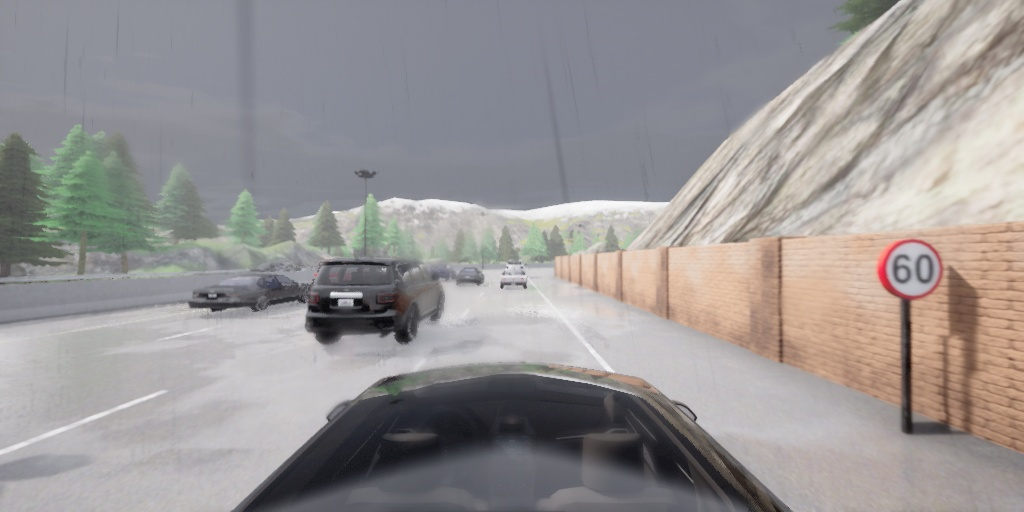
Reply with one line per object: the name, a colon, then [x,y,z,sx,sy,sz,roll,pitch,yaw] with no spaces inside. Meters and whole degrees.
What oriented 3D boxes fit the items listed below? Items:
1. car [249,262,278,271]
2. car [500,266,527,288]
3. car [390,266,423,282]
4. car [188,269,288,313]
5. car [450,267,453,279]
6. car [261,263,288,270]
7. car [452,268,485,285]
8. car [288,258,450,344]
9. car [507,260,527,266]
car: [-30.883,1.624,45.542,2.097,1.767,4.553,0,-1,6]
car: [0.107,1.646,26.485,1.895,1.301,4.718,0,-1,0]
car: [-10.340,1.718,35.572,1.994,1.385,4.181,0,-1,1]
car: [-10.396,1.455,14.958,2.033,1.411,5.357,0,-1,0]
car: [-6.853,1.499,35.004,2.097,1.767,4.553,0,-1,1]
car: [-27.562,1.812,43.442,1.994,1.385,4.181,0,-1,5]
car: [-3.390,1.646,29.535,1.994,1.385,4.181,0,-1,0]
car: [-3.409,1.073,10.054,2.150,2.045,5.566,0,0,0]
car: [0.520,1.456,41.972,2.150,2.045,5.566,0,0,5]
